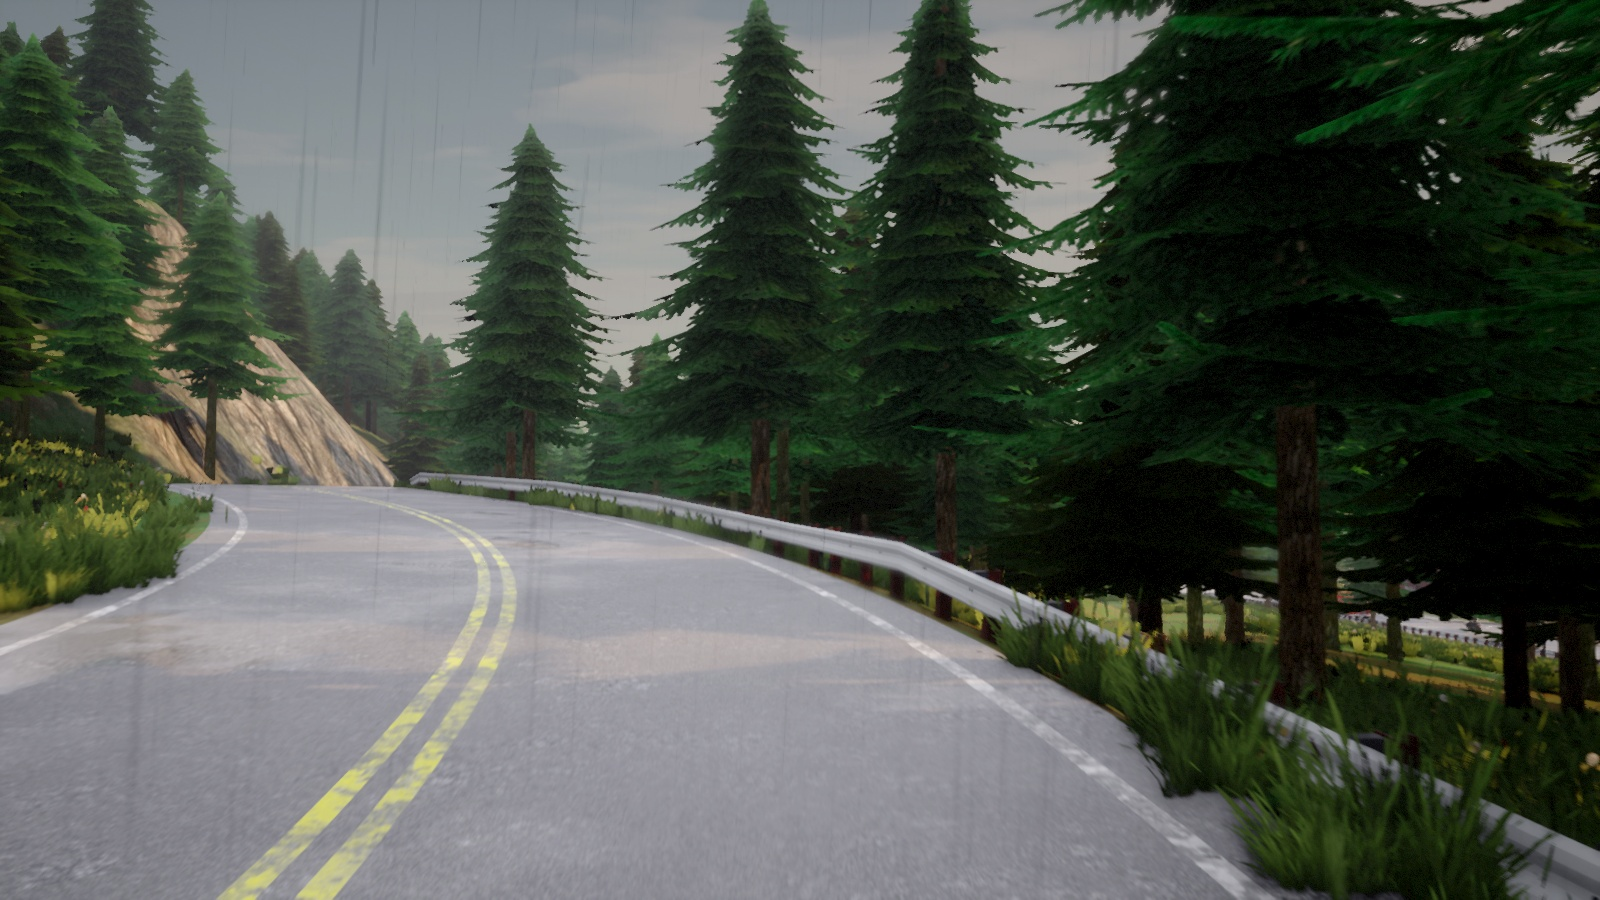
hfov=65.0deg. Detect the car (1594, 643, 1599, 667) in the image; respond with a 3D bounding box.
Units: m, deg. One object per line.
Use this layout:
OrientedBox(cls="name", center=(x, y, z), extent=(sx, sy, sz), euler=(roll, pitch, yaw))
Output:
OrientedBox(cls="car", center=(48.309, 12.183, 74.136), extent=(1.481, 1.376, 2.207), euler=(0, -4, 5))
